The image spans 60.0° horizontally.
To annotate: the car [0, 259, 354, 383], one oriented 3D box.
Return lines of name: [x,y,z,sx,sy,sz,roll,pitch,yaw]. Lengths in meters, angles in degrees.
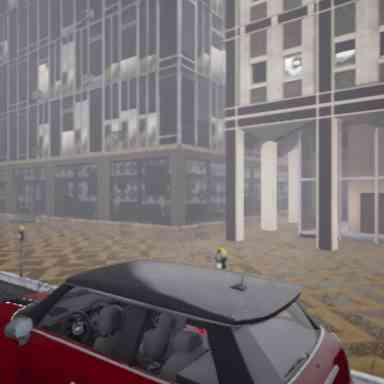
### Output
car: [-0.672,1.441,3.353,4.097,1.590,1.967,0,0,36]
